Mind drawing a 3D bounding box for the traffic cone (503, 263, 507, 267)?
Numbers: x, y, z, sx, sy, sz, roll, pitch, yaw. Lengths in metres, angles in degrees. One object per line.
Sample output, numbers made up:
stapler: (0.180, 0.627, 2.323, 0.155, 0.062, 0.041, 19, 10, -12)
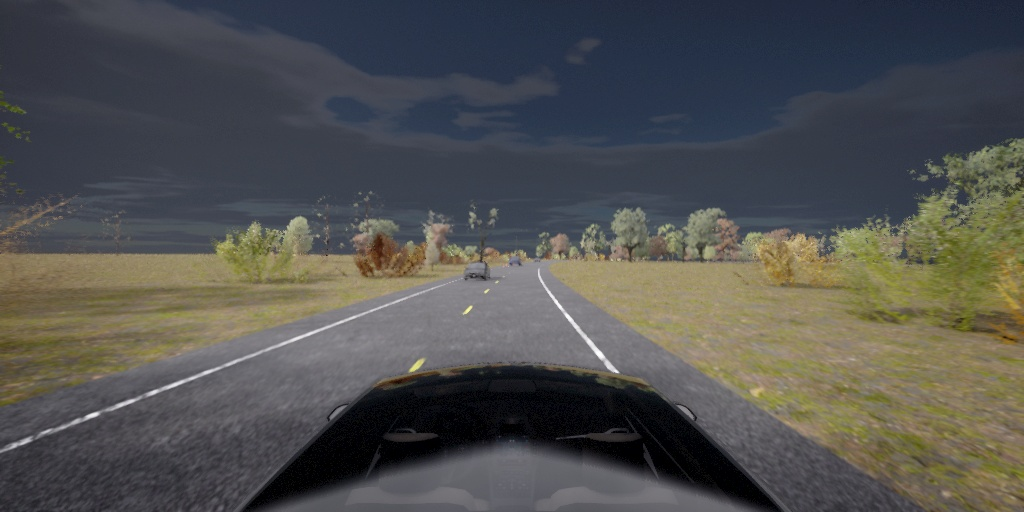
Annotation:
traffic cone: (-1.594, 1.755, 65.089, 0.340, 0.580, 0.340, 0, 0, 6)

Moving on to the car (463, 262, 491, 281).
car: (-2.868, 1.272, 30.325, 1.837, 1.490, 4.892, 0, 0, 3)
